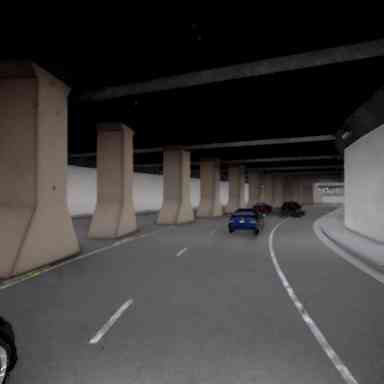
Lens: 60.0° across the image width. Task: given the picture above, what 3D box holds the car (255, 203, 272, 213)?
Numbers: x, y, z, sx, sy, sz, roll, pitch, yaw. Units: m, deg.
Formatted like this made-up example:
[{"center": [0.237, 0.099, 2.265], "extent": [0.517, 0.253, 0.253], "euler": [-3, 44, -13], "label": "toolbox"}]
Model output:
[{"center": [8.893, 2.023, 42.432], "extent": [1.994, 1.385, 4.181], "euler": [0, -1, 27], "label": "car"}]

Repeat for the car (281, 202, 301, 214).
[{"center": [12.482, 1.934, 41.802], "extent": [1.882, 1.535, 5.008], "euler": [0, 0, 27], "label": "car"}]

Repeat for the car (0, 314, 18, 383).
[{"center": [-3.186, 1.586, 2.383], "extent": [1.994, 1.385, 4.181], "euler": [0, -1, 3], "label": "car"}]

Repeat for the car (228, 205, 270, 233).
[{"center": [3.611, 1.779, 21.499], "extent": [2.033, 1.411, 5.357], "euler": [0, -1, 17], "label": "car"}]
